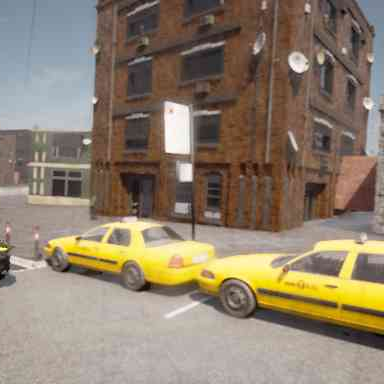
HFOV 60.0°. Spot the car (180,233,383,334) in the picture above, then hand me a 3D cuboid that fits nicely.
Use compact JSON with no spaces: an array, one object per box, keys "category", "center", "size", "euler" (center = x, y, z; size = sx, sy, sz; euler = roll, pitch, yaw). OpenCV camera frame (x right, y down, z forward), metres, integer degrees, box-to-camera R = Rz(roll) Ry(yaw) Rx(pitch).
[{"category":"car","center":[2.567,1.478,5.691],"size":[5.366,1.575,1.946],"euler":[0,0,36]}]

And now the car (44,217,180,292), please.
[{"category":"car","center":[-1.896,1.450,8.944],"size":[5.366,1.575,1.946],"euler":[0,0,36]}]

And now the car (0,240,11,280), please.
[{"category":"car","center":[-6.442,1.457,8.543],"size":[4.892,1.490,1.837],"euler":[1,1,38]}]
